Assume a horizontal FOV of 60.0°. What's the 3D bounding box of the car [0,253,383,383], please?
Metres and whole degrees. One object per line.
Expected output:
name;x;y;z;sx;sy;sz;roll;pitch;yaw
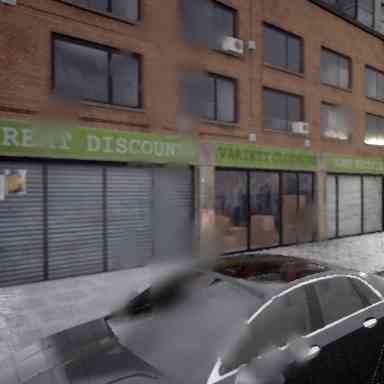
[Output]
car;0.489;1.506;3.418;4.892;1.490;1.837;0;0;-35
